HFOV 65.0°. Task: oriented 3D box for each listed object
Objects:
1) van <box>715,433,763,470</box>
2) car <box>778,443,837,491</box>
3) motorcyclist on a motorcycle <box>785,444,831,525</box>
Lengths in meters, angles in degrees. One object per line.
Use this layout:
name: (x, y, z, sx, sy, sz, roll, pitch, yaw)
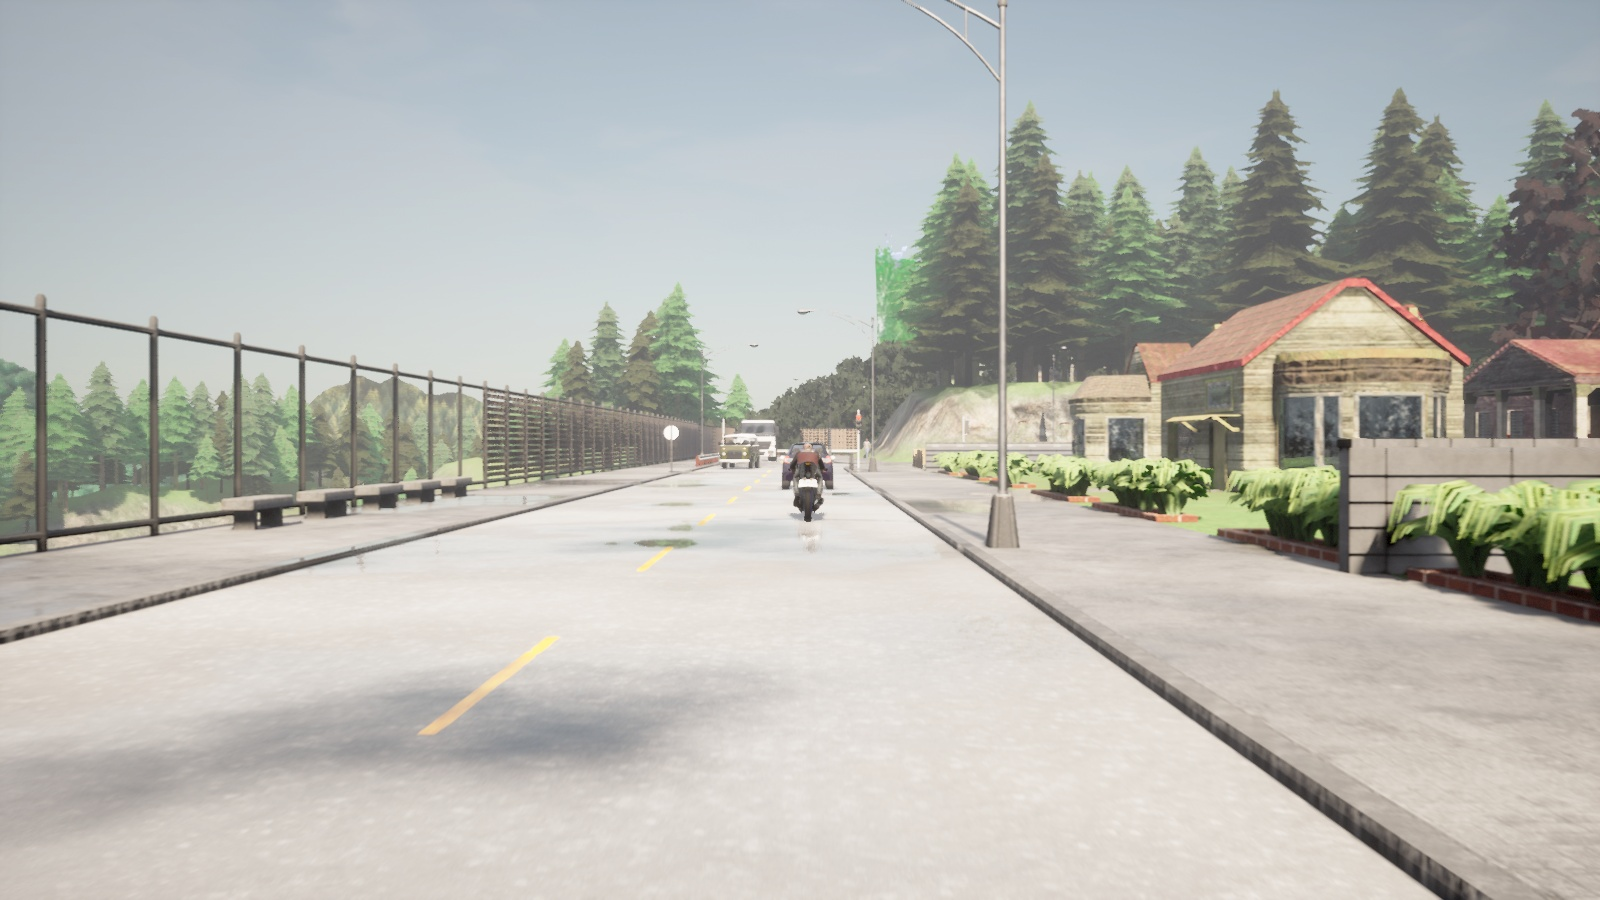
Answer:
van: (-3.455, 0.058, 72.500, 2.069, 2.038, 4.480, 0, 0, 6)
car: (0.250, 0.529, 40.872, 1.845, 1.501, 3.633, 0, 0, 0)
motorcyclist on a motorcycle: (0.156, 0.642, 24.800, 0.866, 1.530, 2.191, 0, 0, 0)
